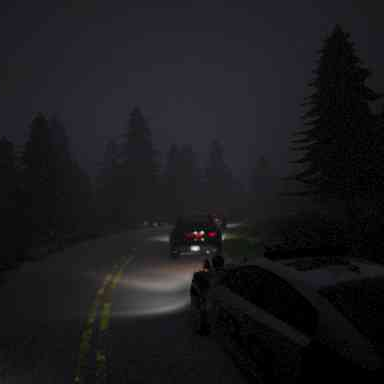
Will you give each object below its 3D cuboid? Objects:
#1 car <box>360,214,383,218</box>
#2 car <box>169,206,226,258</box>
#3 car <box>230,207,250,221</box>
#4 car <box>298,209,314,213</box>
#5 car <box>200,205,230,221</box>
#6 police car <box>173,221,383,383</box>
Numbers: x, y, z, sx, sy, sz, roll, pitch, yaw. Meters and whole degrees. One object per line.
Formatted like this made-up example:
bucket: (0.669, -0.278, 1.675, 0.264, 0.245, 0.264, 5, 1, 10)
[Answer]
car: (23.135, 3.600, 42.018, 5.008, 1.535, 1.882, 4, -6, -11)
car: (0.145, 1.585, 13.222, 1.837, 1.490, 4.892, -2, 0, 1)
car: (4.108, 2.302, 34.065, 2.128, 1.511, 4.902, -7, -8, 41)
car: (12.729, 2.670, 37.469, 5.357, 1.411, 2.033, 5, -8, -32)
car: (0.813, 1.525, 18.904, 1.801, 1.575, 5.366, -3, -1, 12)
police car: (1.358, 1.456, 4.219, 1.930, 1.638, 5.238, -1, 0, -17)
